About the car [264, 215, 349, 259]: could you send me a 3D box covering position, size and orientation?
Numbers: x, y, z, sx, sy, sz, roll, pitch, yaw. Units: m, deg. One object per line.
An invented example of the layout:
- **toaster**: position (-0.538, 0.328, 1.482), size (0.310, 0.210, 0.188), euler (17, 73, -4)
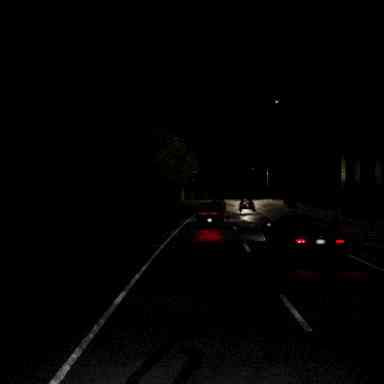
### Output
- **car**: position (4.077, 1.583, 12.714), size (2.033, 1.411, 5.357), euler (0, 0, 3)

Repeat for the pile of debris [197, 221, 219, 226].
- **pile of debris**: position (1.158, 2.219, 23.547), size (1.500, 0.140, 1.860), euler (0, 0, 5)

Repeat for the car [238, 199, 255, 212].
- **car**: position (6.527, 1.585, 39.658), size (2.033, 1.411, 5.357), euler (0, 0, 8)

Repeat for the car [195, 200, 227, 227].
- **car**: position (1.294, 1.547, 23.430), size (1.837, 1.490, 4.892), euler (0, 0, 4)
